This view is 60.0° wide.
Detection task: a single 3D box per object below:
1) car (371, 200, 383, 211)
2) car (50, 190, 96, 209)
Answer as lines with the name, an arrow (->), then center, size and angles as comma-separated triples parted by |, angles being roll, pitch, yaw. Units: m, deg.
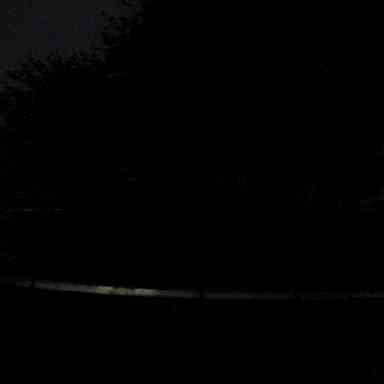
car -> 19.466, 1.213, 31.685 | 2.128, 1.511, 4.902 | 0, 1, -20
car -> -12.878, 0.771, 37.174 | 2.150, 2.045, 5.566 | 1, 1, 45
